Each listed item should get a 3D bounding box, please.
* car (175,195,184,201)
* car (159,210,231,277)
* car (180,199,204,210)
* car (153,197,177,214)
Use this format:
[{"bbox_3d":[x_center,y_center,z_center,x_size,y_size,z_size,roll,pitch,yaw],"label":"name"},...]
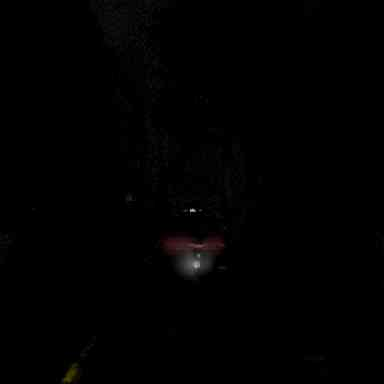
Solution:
[{"bbox_3d":[-3.008,1.500,76.341,1.837,1.490,4.892,0,0,0],"label":"car"},{"bbox_3d":[0.076,1.520,10.309,2.128,1.511,4.902,0,0,0],"label":"car"},{"bbox_3d":[0.092,1.608,30.446,2.033,1.411,5.357,0,0,0],"label":"car"},{"bbox_3d":[-3.103,1.610,36.059,2.033,1.411,5.357,0,0,0],"label":"car"}]
